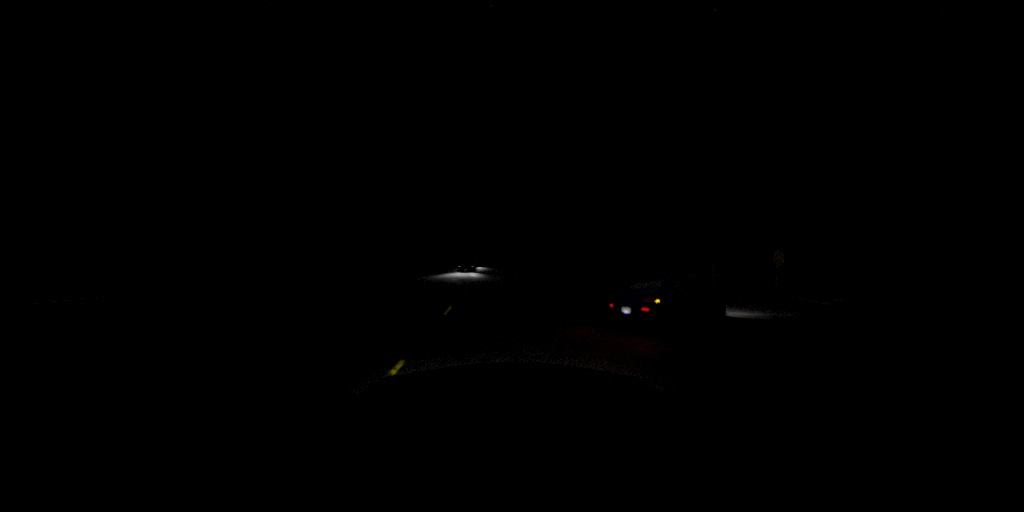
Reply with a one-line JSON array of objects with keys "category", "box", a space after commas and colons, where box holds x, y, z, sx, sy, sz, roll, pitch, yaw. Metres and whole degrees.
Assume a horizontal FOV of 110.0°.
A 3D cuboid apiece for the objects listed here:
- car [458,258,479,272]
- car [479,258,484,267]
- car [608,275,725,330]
[{"category": "car", "box": [-5.232, 1.215, 42.207, 1.895, 1.301, 4.718, 1, 0, -2]}, {"category": "car", "box": [-5.799, 1.047, 59.786, 2.128, 1.511, 4.902, 1, 0, -1]}, {"category": "car", "box": [4.886, 1.303, 11.223, 4.674, 1.442, 1.812, 0, 0, -39]}]
